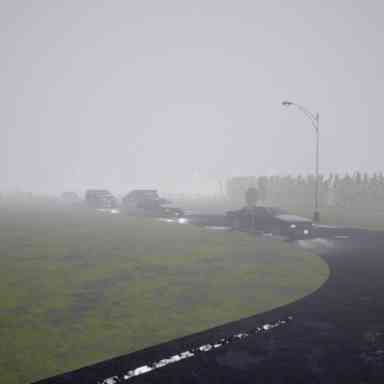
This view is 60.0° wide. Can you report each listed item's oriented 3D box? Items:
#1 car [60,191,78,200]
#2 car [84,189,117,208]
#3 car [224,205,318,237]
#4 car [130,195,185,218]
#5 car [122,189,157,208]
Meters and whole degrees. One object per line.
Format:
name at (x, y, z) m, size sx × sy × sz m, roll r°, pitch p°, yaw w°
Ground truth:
car at (-21.616, 0.569, 58.373) m, size 1.882 × 1.535 × 5.008 m, roll -1°, pitch 1°, yaw -36°
car at (-10.521, 0.704, 37.961) m, size 2.150 × 2.045 × 5.566 m, roll -1°, pitch 1°, yaw -36°
car at (3.872, 1.405, 17.558) m, size 2.033 × 1.411 × 5.357 m, roll -1°, pitch 1°, yaw -31°
car at (-2.701, 1.231, 27.099) m, size 2.033 × 1.411 × 5.357 m, roll -1°, pitch 1°, yaw -36°
car at (-5.679, 0.735, 36.271) m, size 2.150 × 2.045 × 5.566 m, roll -1°, pitch 1°, yaw -36°
